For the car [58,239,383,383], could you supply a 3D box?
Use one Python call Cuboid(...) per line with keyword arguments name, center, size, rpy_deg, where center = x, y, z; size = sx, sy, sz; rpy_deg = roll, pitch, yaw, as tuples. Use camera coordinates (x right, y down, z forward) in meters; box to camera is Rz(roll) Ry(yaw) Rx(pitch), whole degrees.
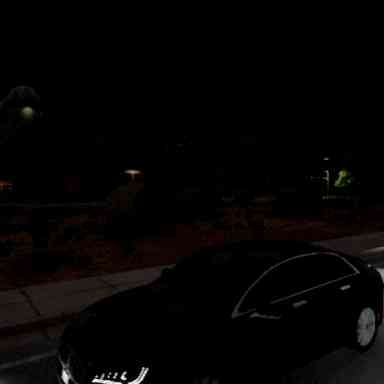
Cuboid(name="car", center=(0.778, 1.489, 4.555), size=(4.892, 1.490, 1.837), rpy_deg=(0, 0, -36))
